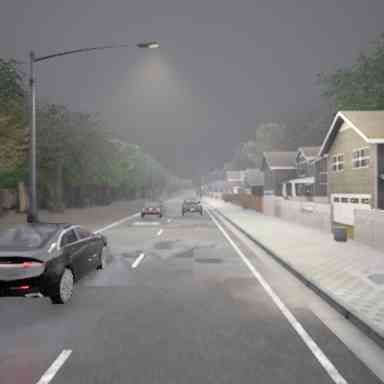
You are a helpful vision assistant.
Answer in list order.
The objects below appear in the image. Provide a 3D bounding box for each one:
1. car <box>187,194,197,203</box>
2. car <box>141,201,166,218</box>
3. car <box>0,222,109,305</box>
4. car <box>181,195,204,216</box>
[{"bbox_3d":[0.020,1.196,60.588,1.812,1.442,4.674,0,0,0],"label":"car"},{"bbox_3d":[-3.389,1.482,29.830,2.033,1.411,5.357,0,0,0],"label":"car"},{"bbox_3d":[-3.396,1.475,8.024,2.128,1.511,4.902,0,0,0],"label":"car"},{"bbox_3d":[0.009,1.266,29.882,2.128,1.511,4.902,0,0,0],"label":"car"}]
